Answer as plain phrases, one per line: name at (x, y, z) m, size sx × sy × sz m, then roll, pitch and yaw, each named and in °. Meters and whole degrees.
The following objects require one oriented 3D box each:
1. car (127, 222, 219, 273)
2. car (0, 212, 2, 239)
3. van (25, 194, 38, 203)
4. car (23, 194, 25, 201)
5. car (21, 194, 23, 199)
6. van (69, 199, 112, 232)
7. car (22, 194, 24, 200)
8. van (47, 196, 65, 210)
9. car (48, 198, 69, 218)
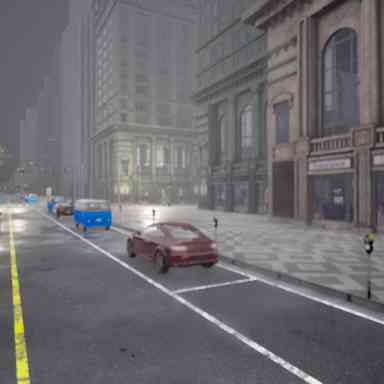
car at (-0.750, 1.584, 10.517) m, size 1.802 × 1.307 × 4.206 m, roll 0°, pitch 0°, yaw -29°
car at (-10.602, 1.356, 16.390) m, size 2.097 × 1.767 × 4.553 m, roll 0°, pitch 0°, yaw -29°
van at (-32.531, 1.381, 67.916) m, size 1.690 × 1.788 × 3.998 m, roll 0°, pitch 0°, yaw -29°
car at (-35.152, 1.613, 72.651) m, size 1.947 × 1.339 × 4.313 m, roll 0°, pitch 0°, yaw -29°
car at (-40.396, 1.643, 82.124) m, size 1.802 × 1.307 × 4.206 m, roll 0°, pitch 0°, yaw -29°
van at (-6.099, 1.345, 20.186) m, size 1.690 × 1.788 × 3.998 m, roll 0°, pitch 0°, yaw -29°
car at (-37.774, 1.598, 77.387) m, size 1.887 × 1.381 × 4.507 m, roll 0°, pitch 0°, yaw -29°
van at (-14.124, 1.351, 34.689) m, size 1.690 × 1.788 × 3.998 m, roll 0°, pitch 0°, yaw -29°
car at (-11.449, 1.552, 29.854) m, size 1.887 × 1.381 × 4.507 m, roll 0°, pitch 0°, yaw -29°
